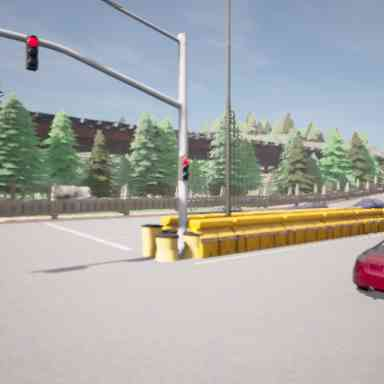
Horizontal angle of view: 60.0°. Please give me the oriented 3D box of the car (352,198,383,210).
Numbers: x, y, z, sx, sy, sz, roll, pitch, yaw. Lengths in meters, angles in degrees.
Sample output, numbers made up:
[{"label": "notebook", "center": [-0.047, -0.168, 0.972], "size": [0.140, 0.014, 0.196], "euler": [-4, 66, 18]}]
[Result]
[{"label": "car", "center": [18.172, 1.407, 34.098], "size": [4.674, 1.442, 1.812], "euler": [-2, 1, -36]}]

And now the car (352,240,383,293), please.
[{"label": "car", "center": [5.595, 1.563, 7.735], "size": [4.181, 1.385, 1.994], "euler": [0, 0, -35]}]

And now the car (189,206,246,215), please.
[{"label": "car", "center": [2.032, 1.600, 22.598], "size": [4.718, 1.301, 1.895], "euler": [0, 0, -35]}]

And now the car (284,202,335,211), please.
[{"label": "car", "center": [10.106, 1.546, 28.283], "size": [5.357, 1.411, 2.033], "euler": [0, 0, -36]}]
